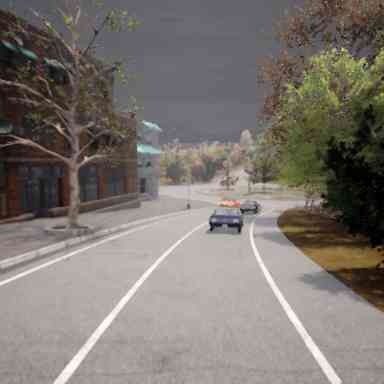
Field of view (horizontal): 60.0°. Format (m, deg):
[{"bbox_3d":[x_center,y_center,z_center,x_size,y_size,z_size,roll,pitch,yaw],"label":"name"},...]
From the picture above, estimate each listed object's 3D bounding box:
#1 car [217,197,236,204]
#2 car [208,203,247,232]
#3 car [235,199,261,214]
[{"bbox_3d":[4.559,1.405,42.007,2.097,1.767,4.553,2,1,19],"label":"car"},{"bbox_3d":[2.217,1.619,20.602,1.895,1.301,4.718,1,0,10],"label":"car"},{"bbox_3d":[6.707,1.689,37.747,2.033,1.411,5.357,2,0,18],"label":"car"}]
